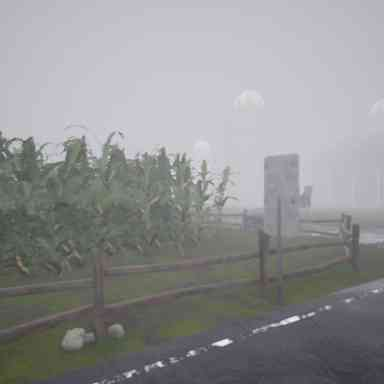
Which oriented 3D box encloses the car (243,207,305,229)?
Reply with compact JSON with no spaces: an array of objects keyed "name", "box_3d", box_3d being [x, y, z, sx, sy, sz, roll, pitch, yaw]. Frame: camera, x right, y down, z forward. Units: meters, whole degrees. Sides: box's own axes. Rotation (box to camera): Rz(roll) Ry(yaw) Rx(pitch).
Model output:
[{"name":"car","box_3d":[5.497,1.763,22.867,1.812,1.442,4.674,0,-1,-35]}]
